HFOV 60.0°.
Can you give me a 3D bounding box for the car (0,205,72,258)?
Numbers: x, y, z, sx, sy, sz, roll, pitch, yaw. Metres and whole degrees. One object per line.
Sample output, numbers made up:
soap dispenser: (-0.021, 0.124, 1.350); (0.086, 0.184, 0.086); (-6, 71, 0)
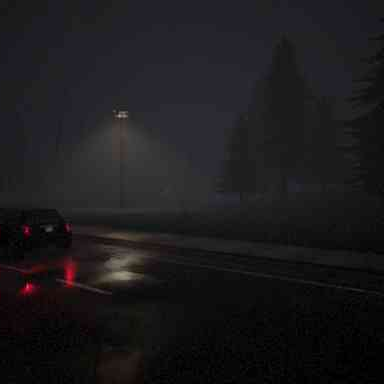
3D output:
car: (-6.782, 1.335, 13.012); (4.553, 1.767, 2.097); (1, 0, 36)
